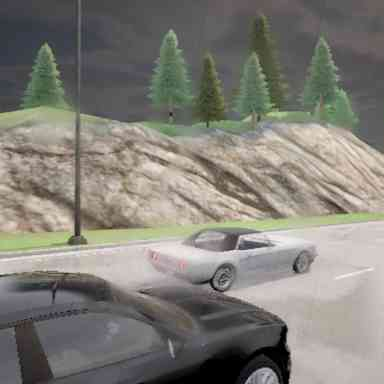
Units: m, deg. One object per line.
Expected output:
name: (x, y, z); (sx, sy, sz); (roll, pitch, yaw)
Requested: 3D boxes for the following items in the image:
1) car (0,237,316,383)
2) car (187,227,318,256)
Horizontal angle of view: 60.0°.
car: (-1.221, 1.479, 2.875); (5.008, 1.535, 1.882); (0, 0, -36)
car: (1.302, 1.619, 8.980); (4.718, 1.301, 1.895); (0, 0, -36)
